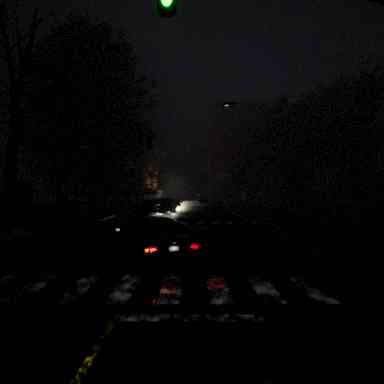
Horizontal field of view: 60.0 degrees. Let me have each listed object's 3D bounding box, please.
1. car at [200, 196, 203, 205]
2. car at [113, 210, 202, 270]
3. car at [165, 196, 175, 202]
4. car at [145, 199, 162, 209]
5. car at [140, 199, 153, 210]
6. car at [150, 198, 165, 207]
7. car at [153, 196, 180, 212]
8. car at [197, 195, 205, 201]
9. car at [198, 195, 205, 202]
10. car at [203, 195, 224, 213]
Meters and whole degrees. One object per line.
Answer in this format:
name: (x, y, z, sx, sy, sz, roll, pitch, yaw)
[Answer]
car: (2.546, 1.622, 46.767, 1.887, 1.381, 4.507, -1, 0, 0)
car: (-1.398, 1.565, 11.247, 2.033, 1.411, 5.357, 0, 0, -21)
car: (-5.341, 1.692, 80.900, 2.008, 1.369, 4.403, -1, 0, 0)
car: (-5.334, 1.643, 46.768, 1.947, 1.339, 4.313, -1, 0, 0)
car: (-5.335, 1.633, 41.081, 1.947, 1.339, 4.313, -1, 0, 0)
car: (-5.335, 1.653, 52.457, 1.947, 1.339, 4.313, -1, 0, 0)
car: (-2.852, 1.414, 37.862, 2.097, 1.767, 4.553, 0, 0, 0)
car: (2.536, 1.606, 92.275, 1.967, 1.590, 4.097, -1, 0, 0)
car: (2.543, 1.674, 63.833, 1.947, 1.339, 4.313, -1, 0, 0)
car: (2.602, 1.503, 38.067, 1.967, 1.590, 4.097, -1, 0, 0)
